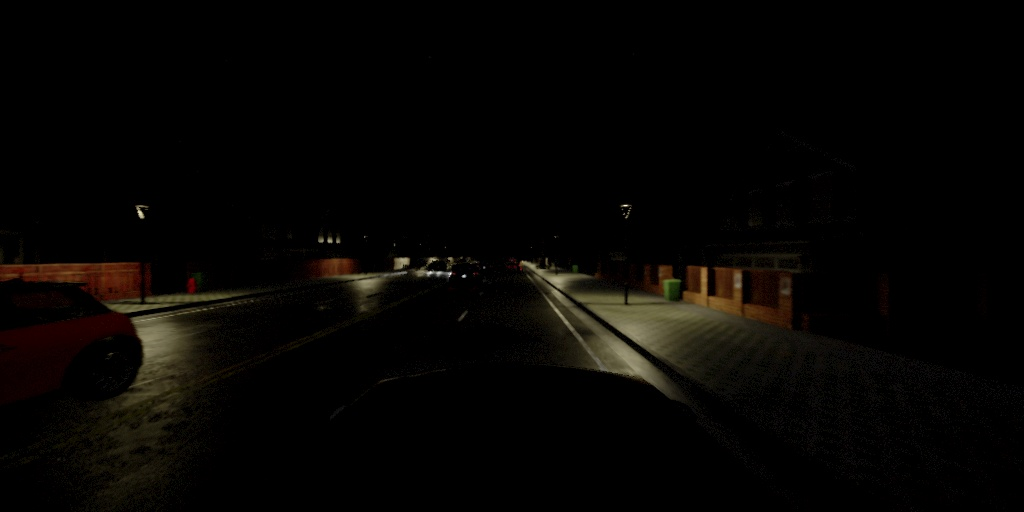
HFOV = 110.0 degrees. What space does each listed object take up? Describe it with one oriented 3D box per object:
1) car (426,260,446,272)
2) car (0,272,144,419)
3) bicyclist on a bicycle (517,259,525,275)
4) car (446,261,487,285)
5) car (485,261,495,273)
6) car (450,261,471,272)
[{"bbox_3d":[-9.820,1.281,47.071,2.033,1.411,5.357,0,0,0],"label":"car"},{"bbox_3d":[-6.600,1.099,3.396,2.097,1.767,4.553,0,0,0],"label":"car"},{"bbox_3d":[0.890,1.171,36.403,0.866,1.612,1.509,0,-1,0],"label":"bicyclist on a bicycle"},{"bbox_3d":[-3.150,1.297,25.536,1.994,1.385,4.181,0,0,0],"label":"car"},{"bbox_3d":[-3.151,1.297,42.813,1.994,1.385,4.181,0,0,0],"label":"car"},{"bbox_3d":[-6.577,1.334,46.212,1.895,1.301,4.718,0,0,0],"label":"car"}]
